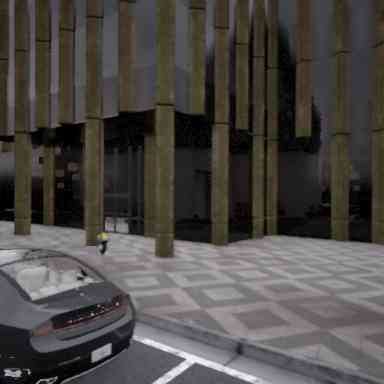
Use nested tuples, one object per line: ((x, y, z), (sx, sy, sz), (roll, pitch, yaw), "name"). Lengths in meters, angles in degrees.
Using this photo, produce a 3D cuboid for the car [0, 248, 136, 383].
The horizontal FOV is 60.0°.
((-2.774, 1.527, 4.941), (4.403, 1.369, 2.008), (0, 0, 35), "car")
